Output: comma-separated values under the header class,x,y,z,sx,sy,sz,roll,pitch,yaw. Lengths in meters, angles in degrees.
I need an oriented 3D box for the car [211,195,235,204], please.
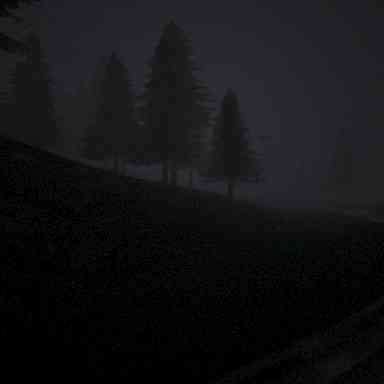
class,x,y,z,sx,sy,sz,roll,pitch,yaw
car,5.397,1.286,58.415,1.837,1.490,4.892,-1,0,-40
